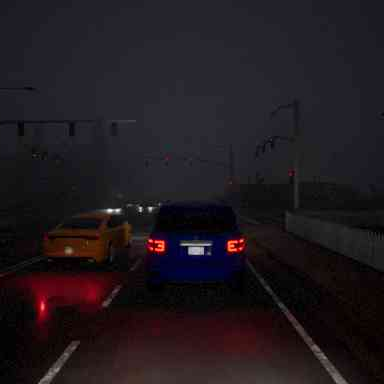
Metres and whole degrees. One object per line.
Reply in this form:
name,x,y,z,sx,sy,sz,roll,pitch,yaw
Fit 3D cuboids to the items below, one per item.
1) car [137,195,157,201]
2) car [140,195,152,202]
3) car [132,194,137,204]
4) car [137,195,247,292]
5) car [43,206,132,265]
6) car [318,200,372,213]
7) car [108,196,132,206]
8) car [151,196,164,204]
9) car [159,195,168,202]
car,-6.927,1.526,51.649,1.812,1.442,4.674,0,0,0
car,-10.278,1.478,74.929,1.882,1.535,5.008,0,0,0
car,-10.383,1.351,60.700,2.097,1.767,4.553,0,0,1
car,0.089,1.221,9.061,2.150,2.045,5.566,0,0,0
car,-3.389,1.478,11.686,1.882,1.535,5.008,0,0,0
car,16.654,1.547,36.238,5.357,1.411,2.033,0,0,-1
car,-10.454,1.491,47.050,2.128,1.511,4.902,0,0,0
car,-6.838,1.548,65.895,2.033,1.411,5.357,0,0,1
car,-6.762,1.517,80.336,1.812,1.442,4.674,0,0,0
